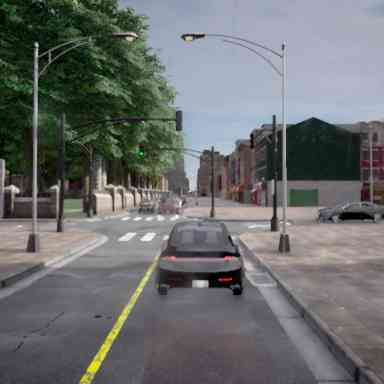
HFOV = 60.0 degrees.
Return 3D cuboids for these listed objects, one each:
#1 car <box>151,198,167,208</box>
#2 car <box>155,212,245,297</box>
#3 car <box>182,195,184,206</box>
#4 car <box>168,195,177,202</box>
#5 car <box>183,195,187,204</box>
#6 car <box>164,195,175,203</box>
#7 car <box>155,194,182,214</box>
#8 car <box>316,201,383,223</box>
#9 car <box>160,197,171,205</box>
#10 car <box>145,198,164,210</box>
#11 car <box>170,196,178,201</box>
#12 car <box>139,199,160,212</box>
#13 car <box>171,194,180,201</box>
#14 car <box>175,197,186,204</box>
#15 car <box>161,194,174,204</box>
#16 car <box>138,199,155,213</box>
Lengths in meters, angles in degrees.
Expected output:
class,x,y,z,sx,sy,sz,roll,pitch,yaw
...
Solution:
class,x,y,z,sx,sy,sz,roll,pitch,yaw
car,-4.871,1.604,49.967,1.947,1.339,4.313,1,0,0
car,0.201,1.493,8.603,2.128,1.511,4.902,0,0,1
car,-2.360,1.556,44.980,1.812,1.442,4.674,0,0,0
car,-4.704,1.586,82.668,1.967,1.590,4.097,1,0,0
car,-2.307,1.541,55.324,2.128,1.511,4.902,0,0,1
car,-4.759,1.540,71.768,1.967,1.590,4.097,1,0,0
car,-2.377,1.368,34.706,2.097,1.767,4.553,0,0,-1
car,11.432,1.432,23.829,4.902,1.511,2.128,-1,-1,1
car,-4.816,1.646,60.867,1.802,1.307,4.206,1,0,0
car,-4.898,1.580,44.517,2.008,1.369,4.403,1,0,0
car,-4.680,1.697,87.948,1.752,1.417,4.829,1,0,0
car,-4.975,1.547,39.356,1.752,1.417,4.829,1,0,0
car,-4.647,1.517,93.570,2.192,1.841,5.009,1,0,0
car,-2.206,1.642,65.364,1.994,1.385,4.181,0,0,1
car,-4.783,1.396,66.318,2.192,1.841,5.009,1,0,0
car,-4.961,1.570,37.382,2.008,1.369,4.403,1,0,0
